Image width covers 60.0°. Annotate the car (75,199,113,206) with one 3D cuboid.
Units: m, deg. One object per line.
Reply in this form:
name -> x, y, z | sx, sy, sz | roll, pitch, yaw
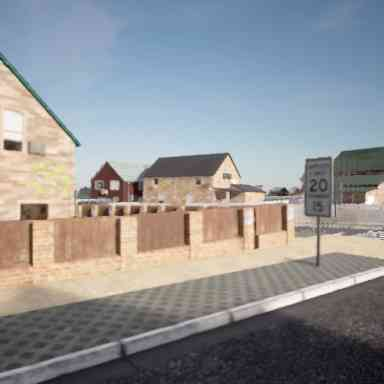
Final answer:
car -> -9.149, 1.715, 32.071 | 5.566, 2.045, 2.150 | -1, -2, 36
